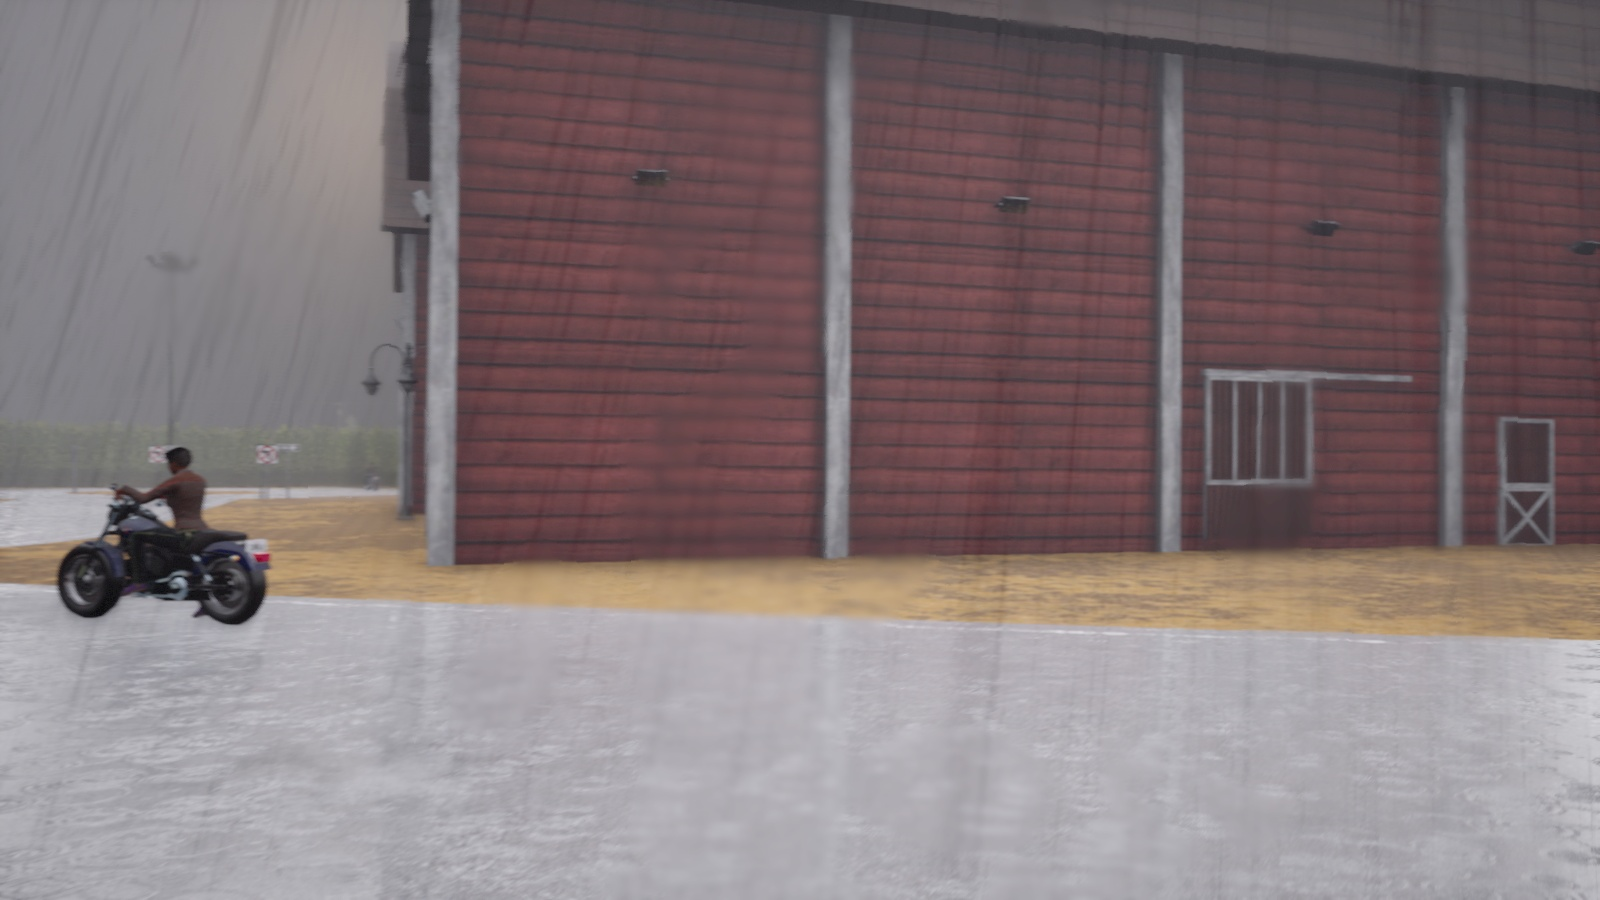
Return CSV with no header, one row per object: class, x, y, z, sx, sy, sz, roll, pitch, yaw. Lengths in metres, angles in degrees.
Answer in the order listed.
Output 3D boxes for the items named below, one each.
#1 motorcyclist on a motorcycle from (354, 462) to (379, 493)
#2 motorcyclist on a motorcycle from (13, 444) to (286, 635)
motorcyclist on a motorcycle,-23.748,1.491,68.730,0.766,1.649,2.350,0,0,-33
motorcyclist on a motorcycle,-5.970,0.777,11.527,2.350,1.649,0.766,0,-1,17
